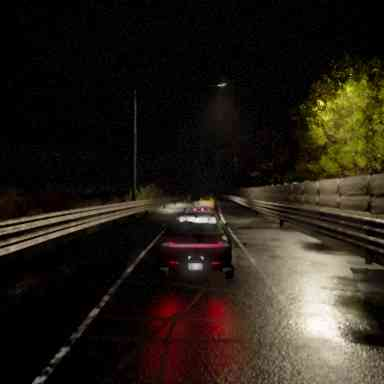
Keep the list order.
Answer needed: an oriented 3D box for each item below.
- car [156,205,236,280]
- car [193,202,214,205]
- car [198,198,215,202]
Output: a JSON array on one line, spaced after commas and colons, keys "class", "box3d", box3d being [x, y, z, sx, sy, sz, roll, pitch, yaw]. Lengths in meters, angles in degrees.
[{"class": "car", "box3d": [0.116, 1.330, 9.398, 2.128, 1.511, 4.902, 0, 0, 1]}, {"class": "car", "box3d": [0.364, 1.428, 18.573, 1.895, 1.301, 4.718, 0, 0, 2]}, {"class": "car", "box3d": [0.946, 1.451, 28.862, 1.895, 1.301, 4.718, 0, 0, 3]}]
